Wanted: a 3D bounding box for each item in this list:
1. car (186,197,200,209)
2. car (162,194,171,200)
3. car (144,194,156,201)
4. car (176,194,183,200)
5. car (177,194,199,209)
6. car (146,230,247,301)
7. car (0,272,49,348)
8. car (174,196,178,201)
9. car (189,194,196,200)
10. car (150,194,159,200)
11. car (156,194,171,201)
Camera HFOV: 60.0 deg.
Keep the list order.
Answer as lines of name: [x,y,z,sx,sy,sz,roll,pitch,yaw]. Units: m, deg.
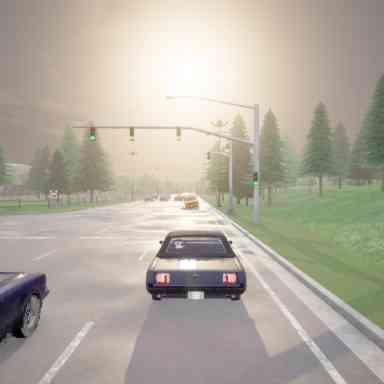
car: [0.097,1.591,49.966,2.033,1.411,5.357,0,2,0]
car: [-6.819,1.372,91.022,2.033,1.411,5.357,0,0,0]
car: [-10.340,1.531,80.609,2.033,1.411,5.357,0,0,0]
car: [-3.319,1.357,91.015,1.812,1.442,4.674,0,0,0]
car: [-0.346,1.056,46.584,1.882,1.535,5.008,-11,17,-7]
car: [0.096,1.601,8.301,1.895,1.301,4.718,0,0,0]
car: [-3.393,1.601,3.628,1.895,1.301,4.718,0,0,0]
car: [-3.339,1.545,81.012,1.994,1.385,4.181,0,0,0]
car: [0.181,1.372,91.008,2.033,1.411,5.357,0,0,0]
car: [-10.319,1.332,91.029,1.837,1.490,4.892,0,0,0]
car: [-6.840,1.531,80.602,2.033,1.411,5.357,0,0,0]
